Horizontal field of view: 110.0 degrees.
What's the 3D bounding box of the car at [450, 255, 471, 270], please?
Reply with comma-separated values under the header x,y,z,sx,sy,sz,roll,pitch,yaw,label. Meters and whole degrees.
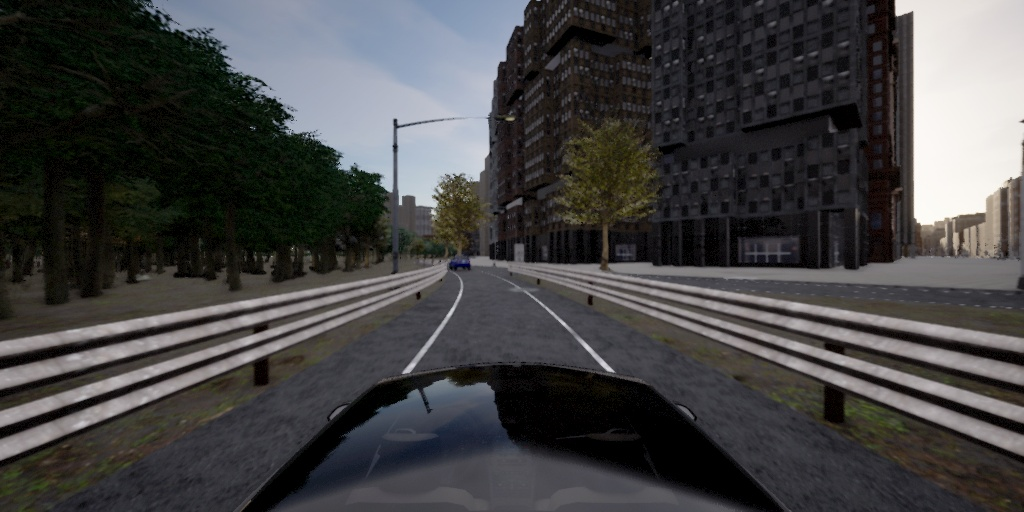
x,y,z,sx,sy,sz,roll,pitch,yaw,label
-7.152,0.898,49.535,2.150,2.045,5.566,0,0,-18,car
